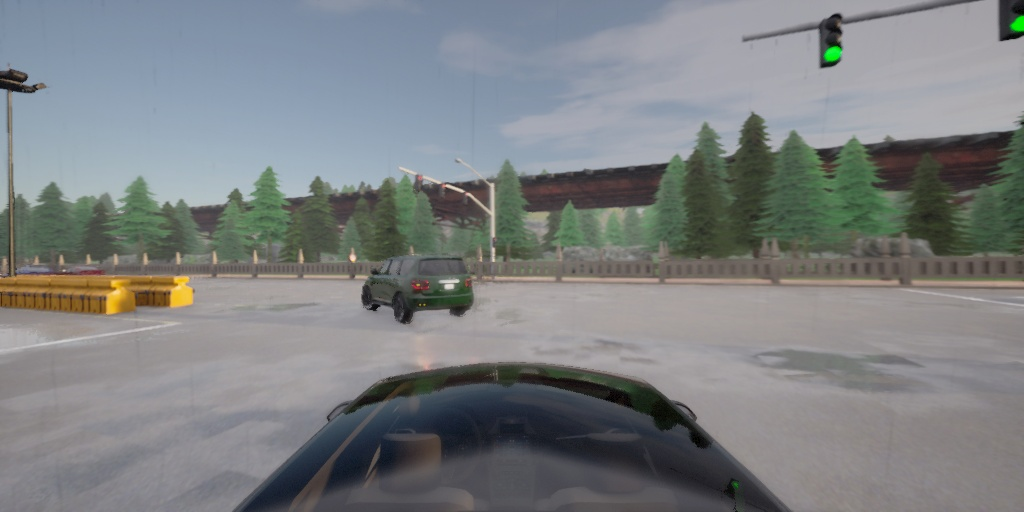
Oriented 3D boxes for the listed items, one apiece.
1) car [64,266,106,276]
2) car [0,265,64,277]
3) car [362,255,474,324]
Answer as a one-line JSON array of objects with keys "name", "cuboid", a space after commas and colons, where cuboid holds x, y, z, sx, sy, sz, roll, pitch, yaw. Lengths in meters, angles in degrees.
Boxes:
[{"name": "car", "cuboid": [-43.573, 1.767, 36.298, 5.008, 1.535, 1.882, -1, 0, 20]}, {"name": "car", "cuboid": [-43.975, 1.775, 32.790, 5.008, 1.535, 1.882, -1, 0, 20]}, {"name": "car", "cuboid": [-3.480, 1.009, 12.611, 2.150, 2.045, 5.566, 0, -1, -38]}]
